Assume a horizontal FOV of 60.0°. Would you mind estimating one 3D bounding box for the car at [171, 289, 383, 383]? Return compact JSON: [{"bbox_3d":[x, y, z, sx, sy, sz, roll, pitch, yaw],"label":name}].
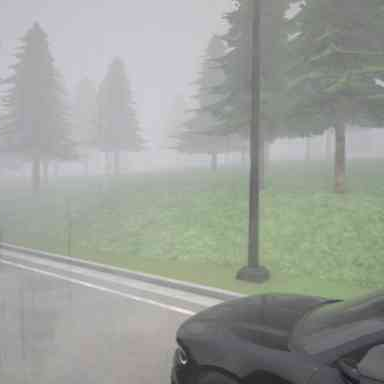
[{"bbox_3d":[2.098,1.483,2.494,5.008,1.535,1.882,1,0,36],"label":"car"}]
